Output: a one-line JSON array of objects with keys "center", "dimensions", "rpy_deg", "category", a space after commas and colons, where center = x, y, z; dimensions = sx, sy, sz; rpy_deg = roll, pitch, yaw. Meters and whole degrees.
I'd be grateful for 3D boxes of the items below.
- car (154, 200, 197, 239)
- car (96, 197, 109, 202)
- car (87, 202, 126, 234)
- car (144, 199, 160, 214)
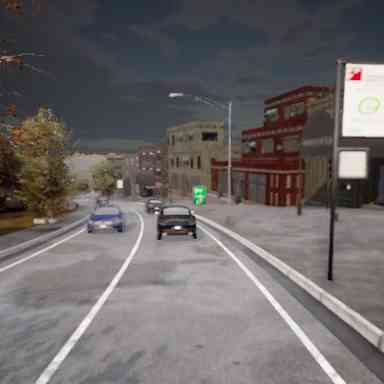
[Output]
[{"center": [-0.886, 1.430, 17.226], "dimensions": [1.882, 1.535, 5.008], "rpy_deg": [-1, 0, -6], "category": "car"}, {"center": [-15.952, 1.667, 59.143], "dimensions": [1.812, 1.442, 4.674], "rpy_deg": [-2, 1, -23], "category": "car"}, {"center": [-4.884, 1.521, 19.470], "dimensions": [1.812, 1.442, 4.674], "rpy_deg": [-1, 0, -7], "category": "car"}, {"center": [-4.016, 1.452, 35.101], "dimensions": [1.812, 1.442, 4.674], "rpy_deg": [-1, 0, -13], "category": "car"}]
